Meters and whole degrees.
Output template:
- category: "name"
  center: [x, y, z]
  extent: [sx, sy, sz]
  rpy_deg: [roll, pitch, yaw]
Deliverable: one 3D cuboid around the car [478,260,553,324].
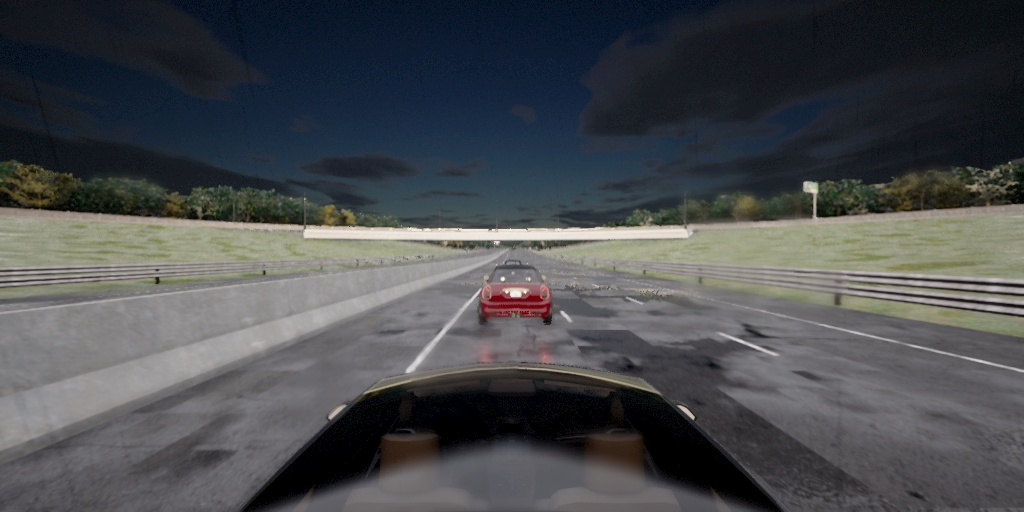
- category: "car"
  center: [0.096, 1.042, 11.846]
  extent: [2.097, 1.767, 4.553]
  rpy_deg: [0, 0, 0]
